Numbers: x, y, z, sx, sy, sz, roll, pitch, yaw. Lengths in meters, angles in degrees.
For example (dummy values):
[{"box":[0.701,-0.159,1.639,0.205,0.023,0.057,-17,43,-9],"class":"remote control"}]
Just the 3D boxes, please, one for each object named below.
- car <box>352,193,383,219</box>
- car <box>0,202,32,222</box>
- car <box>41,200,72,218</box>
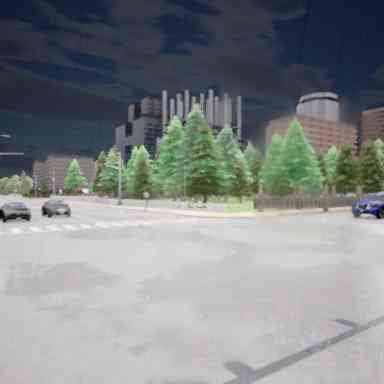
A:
[{"box":[15.824,1.116,28.141,5.566,2.045,2.150,0,0,-35],"class":"car"},{"box":[-14.015,1.534,26.298,2.033,1.411,5.357,0,0,-33],"class":"car"},{"box":[-12.289,1.466,30.040,2.128,1.511,4.902,0,0,-33],"class":"car"}]
